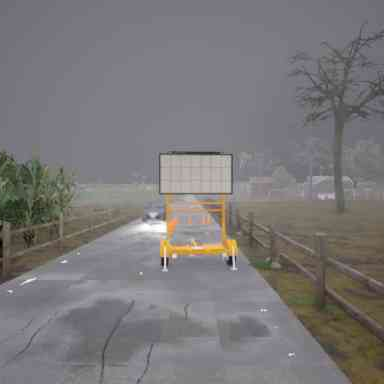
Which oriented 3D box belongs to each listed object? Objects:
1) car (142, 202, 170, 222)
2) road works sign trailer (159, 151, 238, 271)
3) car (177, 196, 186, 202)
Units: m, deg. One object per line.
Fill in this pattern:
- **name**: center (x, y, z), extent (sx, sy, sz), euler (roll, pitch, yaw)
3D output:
- **car**: center (-2.842, 1.544, 26.811), extent (2.128, 1.511, 4.902), euler (0, 0, 0)
- **road works sign trailer**: center (0.115, 0.476, 10.977), extent (2.380, 3.560, 2.880), euler (0, 0, -5)
- **car**: center (-2.721, 1.917, 84.542), extent (1.837, 1.490, 4.892), euler (0, -1, 0)
